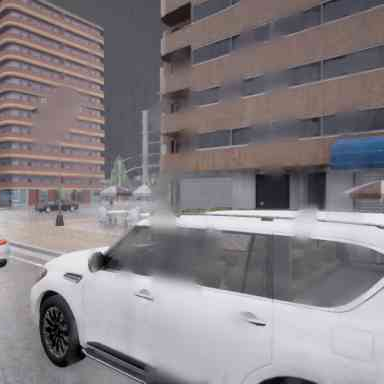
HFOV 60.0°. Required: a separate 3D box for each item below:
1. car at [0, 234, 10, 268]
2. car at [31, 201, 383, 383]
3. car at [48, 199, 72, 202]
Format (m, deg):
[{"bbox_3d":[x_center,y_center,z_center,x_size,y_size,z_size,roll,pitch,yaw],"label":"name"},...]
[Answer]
[{"bbox_3d":[-7.210,1.526,10.162,4.674,1.442,1.812,0,0,40],"label":"car"},{"bbox_3d":[0.269,1.221,3.999,5.566,2.045,2.150,0,0,39],"label":"car"},{"bbox_3d":[-15.467,1.560,38.181,1.837,1.490,4.892,0,0,40],"label":"car"}]
